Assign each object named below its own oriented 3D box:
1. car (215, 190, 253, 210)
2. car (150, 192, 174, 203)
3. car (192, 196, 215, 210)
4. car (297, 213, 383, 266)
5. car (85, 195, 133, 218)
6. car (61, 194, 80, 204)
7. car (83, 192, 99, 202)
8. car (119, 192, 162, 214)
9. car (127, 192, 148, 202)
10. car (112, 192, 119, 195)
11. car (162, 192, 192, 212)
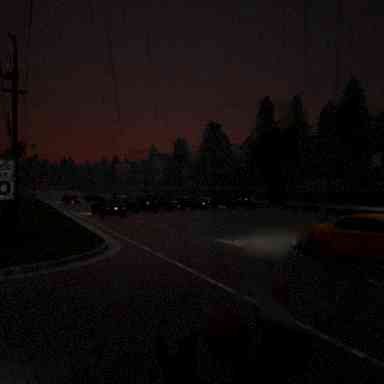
[{"bbox_3d":[4.179,0.804,35.474,2.150,2.045,5.566,0,1,-27],"label":"car"},{"bbox_3d":[-4.870,0.803,53.060,2.128,1.511,4.902,0,1,-27],"label":"car"},{"bbox_3d":[0.251,1.125,35.458,1.994,1.385,4.181,0,1,-27],"label":"car"},{"bbox_3d":[5.429,1.384,10.096,1.882,1.535,5.008,0,1,-27],"label":"car"},{"bbox_3d":[-6.485,1.190,25.600,2.033,1.411,5.357,0,1,-27],"label":"car"},{"bbox_3d":[-16.542,0.940,45.147,1.895,1.301,4.718,0,1,-27],"label":"car"},{"bbox_3d":[-14.973,0.769,49.743,1.882,1.535,5.008,0,1,-27],"label":"car"},{"bbox_3d":[-4.700,0.954,29.780,2.097,1.767,4.553,0,1,-27],"label":"car"},{"bbox_3d":[-8.748,0.767,52.945,1.882,1.535,5.008,0,1,-27],"label":"car"},{"bbox_3d":[-11.099,0.805,49.864,2.128,1.511,4.902,0,1,-27],"label":"car"},{"bbox_3d":[-2.317,1.070,32.799,2.128,1.511,4.902,0,1,-27],"label":"car"}]
